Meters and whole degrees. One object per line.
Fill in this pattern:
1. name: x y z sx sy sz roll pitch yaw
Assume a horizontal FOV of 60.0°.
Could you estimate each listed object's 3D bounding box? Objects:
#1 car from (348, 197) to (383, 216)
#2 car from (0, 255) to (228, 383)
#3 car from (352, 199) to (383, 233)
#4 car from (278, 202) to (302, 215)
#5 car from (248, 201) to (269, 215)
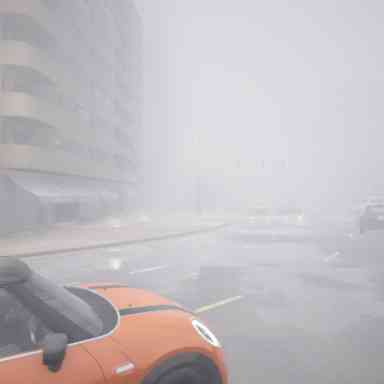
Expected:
1. car: 17.927 1.503 33.899 2.150 2.045 5.566 0 0 4
2. car: -1.855 1.366 2.800 4.553 1.767 2.097 1 -1 -36
3. car: 11.295 1.523 20.405 2.097 1.767 4.553 0 0 23
4. car: 10.993 1.823 37.448 1.812 1.442 4.674 0 0 4
5. car: 7.503 1.771 37.715 1.882 1.535 5.008 0 0 4
